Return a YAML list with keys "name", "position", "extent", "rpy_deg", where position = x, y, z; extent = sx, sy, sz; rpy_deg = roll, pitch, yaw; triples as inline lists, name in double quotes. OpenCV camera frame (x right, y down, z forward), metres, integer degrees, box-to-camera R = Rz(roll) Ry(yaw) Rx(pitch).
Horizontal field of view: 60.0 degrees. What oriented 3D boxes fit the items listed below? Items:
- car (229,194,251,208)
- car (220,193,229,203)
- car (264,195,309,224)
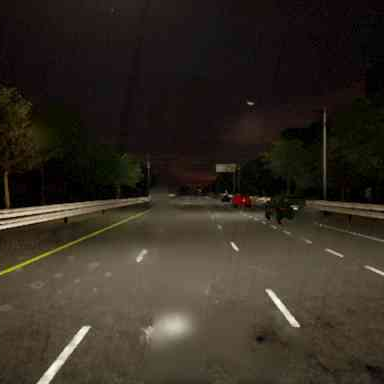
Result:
- name: "car"
  position: [7.110, 1.238, 48.044]
  extent: [2.150, 2.045, 5.566]
  rpy_deg: [0, 0, 0]
- name: "car"
  position: [7.265, 1.531, 72.697]
  extent: [1.837, 1.490, 4.892]
  rpy_deg: [0, 0, 0]
- name: "car"
  position: [7.026, 1.224, 25.210]
  extent: [2.150, 2.045, 5.566]
  rpy_deg: [0, 0, 0]
